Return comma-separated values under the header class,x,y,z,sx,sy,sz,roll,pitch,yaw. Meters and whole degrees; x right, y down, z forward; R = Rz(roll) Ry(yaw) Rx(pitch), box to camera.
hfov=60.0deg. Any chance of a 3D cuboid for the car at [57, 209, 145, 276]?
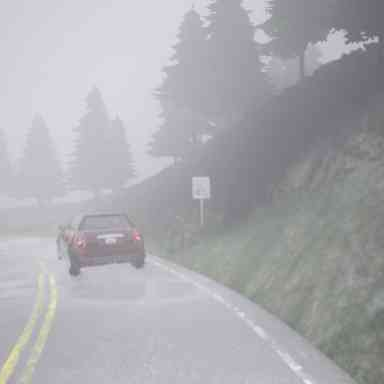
class,x,y,z,sx,sy,sz,roll,pitch,yaw
car,-3.154,1.430,10.890,2.097,1.767,4.553,-1,-2,-27
